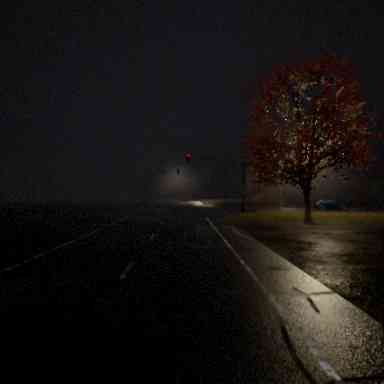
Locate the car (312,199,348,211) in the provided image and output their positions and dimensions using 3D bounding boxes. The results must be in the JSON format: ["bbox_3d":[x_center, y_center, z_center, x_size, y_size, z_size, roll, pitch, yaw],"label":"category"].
[{"bbox_3d":[17.559,1.613,42.415,4.181,1.385,1.994,0,1,-1],"label":"car"}]
